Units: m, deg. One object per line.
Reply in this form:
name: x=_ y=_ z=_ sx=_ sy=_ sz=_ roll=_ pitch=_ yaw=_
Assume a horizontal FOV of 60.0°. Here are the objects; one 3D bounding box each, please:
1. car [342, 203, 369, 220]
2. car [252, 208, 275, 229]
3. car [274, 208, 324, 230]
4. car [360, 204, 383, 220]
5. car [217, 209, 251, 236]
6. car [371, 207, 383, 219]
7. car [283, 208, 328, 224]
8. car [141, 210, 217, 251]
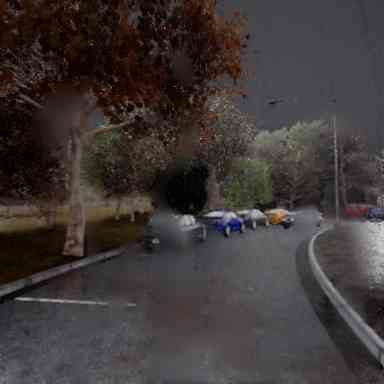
car: x=21.022 y=2.361 z=41.236 sx=5.566 sy=2.045 sz=2.435 roll=1 pitch=-4 yaw=-31
car: x=7.845 y=2.254 z=30.318 sx=2.097 sy=1.535 sz=5.008 roll=-3 pitch=-3 yaw=40
car: x=8.274 y=2.025 z=24.746 sx=2.033 sy=1.411 sz=5.357 roll=-3 pitch=-3 yaw=34
car: x=21.294 y=2.395 z=37.041 sx=4.674 sy=1.442 sz=1.812 roll=1 pitch=-4 yaw=-32
car: x=1.841 y=1.876 z=20.823 sx=2.097 sy=1.535 sz=5.008 roll=-2 pitch=-3 yaw=25
car: x=26.357 y=2.671 z=43.965 sx=5.008 sy=1.535 sz=2.097 roll=0 pitch=-4 yaw=-25
car: x=11.804 y=2.417 z=34.471 sx=4.892 sy=1.521 sz=2.231 roll=2 pitch=-4 yaw=-42
car: x=-0.673 y=1.727 z=15.531 sx=2.231 sy=1.521 sz=4.892 roll=-1 pitch=-1 yaw=19
